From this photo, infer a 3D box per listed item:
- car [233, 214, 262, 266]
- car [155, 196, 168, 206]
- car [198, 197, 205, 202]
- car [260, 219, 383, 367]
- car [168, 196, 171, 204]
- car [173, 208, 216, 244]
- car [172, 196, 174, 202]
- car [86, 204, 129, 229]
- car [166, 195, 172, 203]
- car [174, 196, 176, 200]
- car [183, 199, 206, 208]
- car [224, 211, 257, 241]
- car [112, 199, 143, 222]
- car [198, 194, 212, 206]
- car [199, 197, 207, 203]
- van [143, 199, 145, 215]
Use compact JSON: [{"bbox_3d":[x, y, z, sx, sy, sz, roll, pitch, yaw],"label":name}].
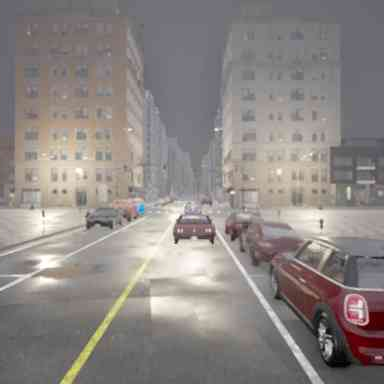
[{"bbox_3d":[2.667,1.655,11.492,1.802,1.307,4.206,0,0,0],"label":"car"},{"bbox_3d":[-5.853,1.846,60.925,1.752,1.417,4.829,0,0,0],"label":"car"},{"bbox_3d":[2.676,2.020,95.006,1.802,1.307,4.206,0,0,0],"label":"car"},{"bbox_3d":[2.667,1.478,5.854,1.967,1.590,4.097,0,0,0],"label":"car"},{"bbox_3d":[-5.852,1.908,66.750,1.947,1.339,4.313,0,0,0],"label":"car"},{"bbox_3d":[0.099,1.705,16.510,1.895,1.301,4.718,0,0,0],"label":"car"},{"bbox_3d":[-5.851,1.907,77.889,1.752,1.417,4.829,0,0,0],"label":"car"},{"bbox_3d":[-5.857,1.710,22.797,1.947,1.339,4.313,0,0,0],"label":"car"},{"bbox_3d":[-5.852,1.887,72.234,1.752,1.417,4.829,0,0,0],"label":"car"},{"bbox_3d":[-5.850,1.716,83.716,2.192,1.841,5.009,0,0,0],"label":"car"},{"bbox_3d":[0.101,1.758,33.694,2.033,1.411,5.357,0,0,0],"label":"car"},{"bbox_3d":[2.668,1.653,17.132,1.887,1.381,4.507,0,0,0],"label":"car"},{"bbox_3d":[-5.857,1.495,28.439,2.192,1.841,5.009,0,0,0],"label":"car"},{"bbox_3d":[2.674,1.635,61.067,2.192,1.841,5.009,0,0,0],"label":"car"},{"bbox_3d":[2.675,1.982,83.693,1.802,1.307,4.206,0,0,0],"label":"car"},{"bbox_3d":[-5.857,1.554,34.080,1.690,1.788,3.998,0,0,0],"label":"van"}]
